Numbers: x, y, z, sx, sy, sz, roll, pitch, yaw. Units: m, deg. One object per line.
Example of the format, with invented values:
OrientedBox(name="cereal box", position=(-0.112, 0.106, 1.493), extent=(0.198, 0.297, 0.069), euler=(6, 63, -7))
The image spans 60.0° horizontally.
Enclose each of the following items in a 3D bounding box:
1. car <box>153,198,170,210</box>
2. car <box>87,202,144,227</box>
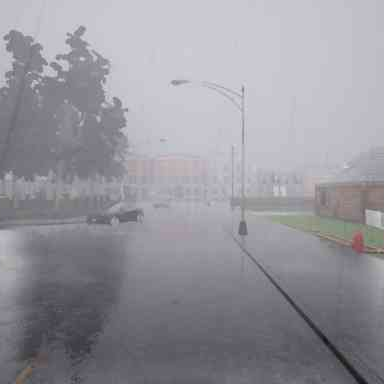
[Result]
OrientedBox(name="car", position=(-3.995, 1.547, 44.094), extent=(2.033, 1.411, 5.357), euler=(0, 0, 0))
OrientedBox(name="car", position=(-5.153, 1.477, 22.980), extent=(1.882, 1.535, 5.008), euler=(1, 0, 21))
